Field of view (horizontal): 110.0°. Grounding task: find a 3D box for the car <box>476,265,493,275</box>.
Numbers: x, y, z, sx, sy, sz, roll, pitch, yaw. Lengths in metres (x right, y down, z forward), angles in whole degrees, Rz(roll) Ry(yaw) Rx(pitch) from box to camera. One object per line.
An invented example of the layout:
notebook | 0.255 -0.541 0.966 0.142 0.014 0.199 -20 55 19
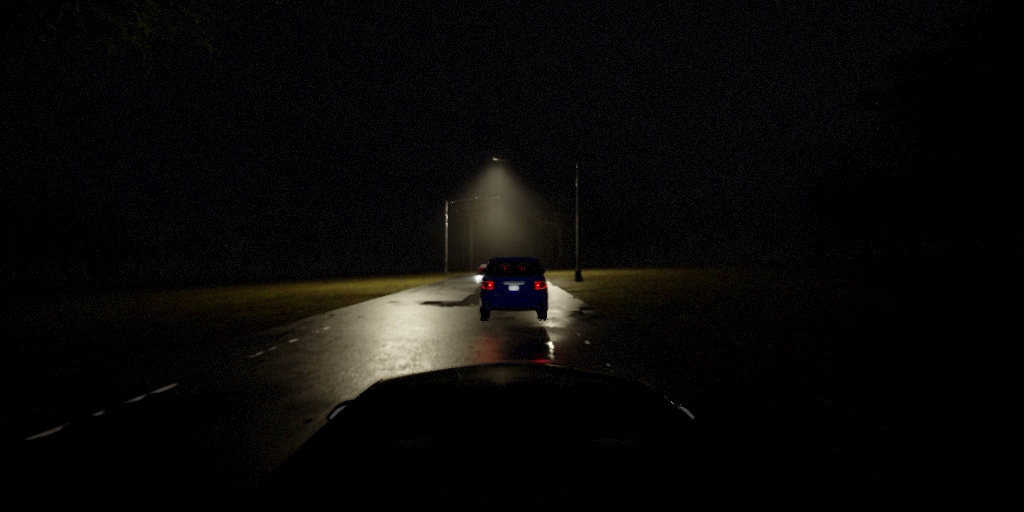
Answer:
car | -3.580 1.860 48.045 1.895 1.301 4.718 0 -1 0

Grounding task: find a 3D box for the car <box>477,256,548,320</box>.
car | 0.072 1.047 13.103 2.150 2.045 5.566 0 0 0
